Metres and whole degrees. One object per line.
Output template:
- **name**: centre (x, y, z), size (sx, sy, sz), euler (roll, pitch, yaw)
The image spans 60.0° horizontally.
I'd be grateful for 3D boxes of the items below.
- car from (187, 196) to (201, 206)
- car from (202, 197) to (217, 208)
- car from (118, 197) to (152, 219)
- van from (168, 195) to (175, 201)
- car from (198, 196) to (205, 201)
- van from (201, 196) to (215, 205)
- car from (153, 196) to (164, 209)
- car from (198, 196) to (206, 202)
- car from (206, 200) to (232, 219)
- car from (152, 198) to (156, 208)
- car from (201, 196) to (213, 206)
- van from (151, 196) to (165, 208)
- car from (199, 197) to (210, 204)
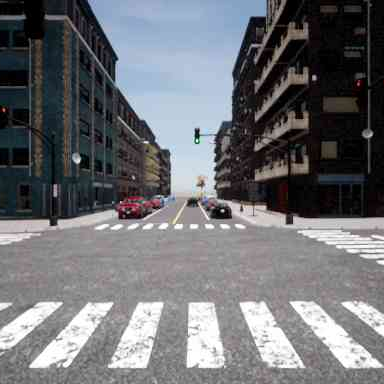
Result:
- **car**: centre (0.133, 1.641, 56.785), size (1.837, 1.490, 4.892), euler (0, 0, 0)
- **car**: centre (2.590, 1.685, 41.233), size (1.802, 1.307, 4.206), euler (0, 0, 0)
- **car**: centre (-5.296, 1.393, 30.134), size (2.192, 1.841, 5.009), euler (0, 0, 0)
- **van**: centre (-5.263, 1.533, 85.654), size (1.690, 1.788, 3.998), euler (0, 0, 0)
- **car**: centre (2.619, 1.746, 91.202), size (1.887, 1.381, 4.507), euler (0, 0, 0)
- **van**: centre (2.594, 1.456, 46.786), size (1.690, 1.788, 3.998), euler (0, 0, 0)
- **car**: centre (-5.287, 1.660, 46.789), size (1.887, 1.381, 4.507), euler (0, 0, 0)
- **car**: centre (2.616, 1.737, 85.649), size (1.887, 1.381, 4.507), euler (0, 0, 0)
- **car**: centre (2.584, 1.644, 30.129), size (1.947, 1.339, 4.313), euler (0, 0, 0)
- **car**: centre (-5.293, 1.635, 35.685), size (1.887, 1.381, 4.507), euler (0, 0, 0)
- **car**: centre (2.600, 1.579, 57.889), size (1.967, 1.590, 4.097), euler (0, 0, 0)
- **van**: centre (-5.283, 1.468, 52.342), size (1.690, 1.788, 3.998), euler (0, 0, 0)
- **car**: centre (2.607, 1.712, 68.993), size (2.008, 1.369, 4.403), euler (0, 0, 0)
